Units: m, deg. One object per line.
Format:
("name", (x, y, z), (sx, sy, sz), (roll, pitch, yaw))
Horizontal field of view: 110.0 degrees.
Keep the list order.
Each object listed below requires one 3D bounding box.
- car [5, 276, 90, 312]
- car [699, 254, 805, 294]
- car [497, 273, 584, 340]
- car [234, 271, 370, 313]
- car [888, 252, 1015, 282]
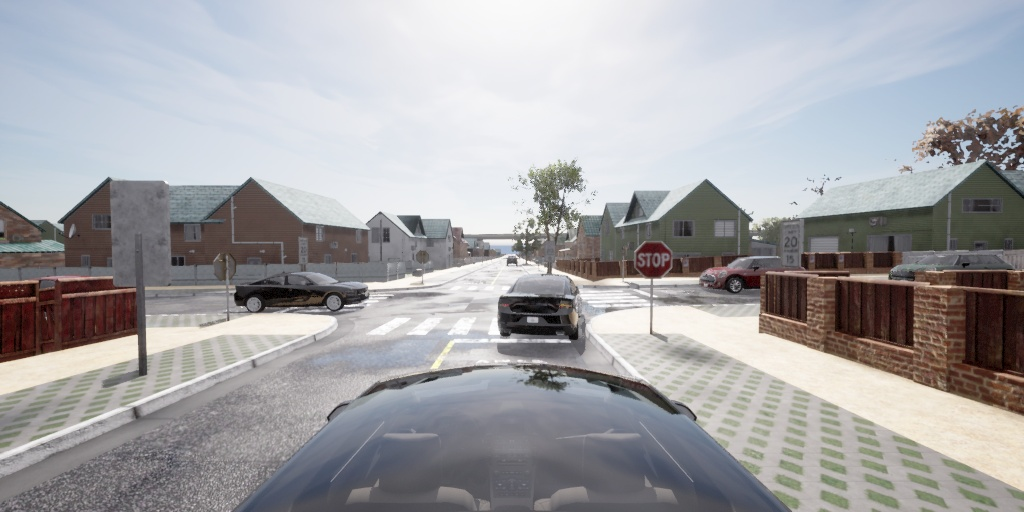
("car", (-18.017, 1.547, 14.604), (5.008, 1.535, 1.882), (-1, 2, 0))
("car", (11.812, 0.820, 17.740), (4.553, 1.767, 2.097), (-1, 2, 0))
("car", (0.960, 1.225, 10.134), (1.882, 1.535, 5.008), (0, 0, 12))
("car", (-8.464, 1.377, 14.664), (5.008, 1.535, 1.882), (-1, 2, 0))
("car", (21.707, 0.646, 17.809), (4.553, 1.767, 2.097), (-1, 2, 0))
